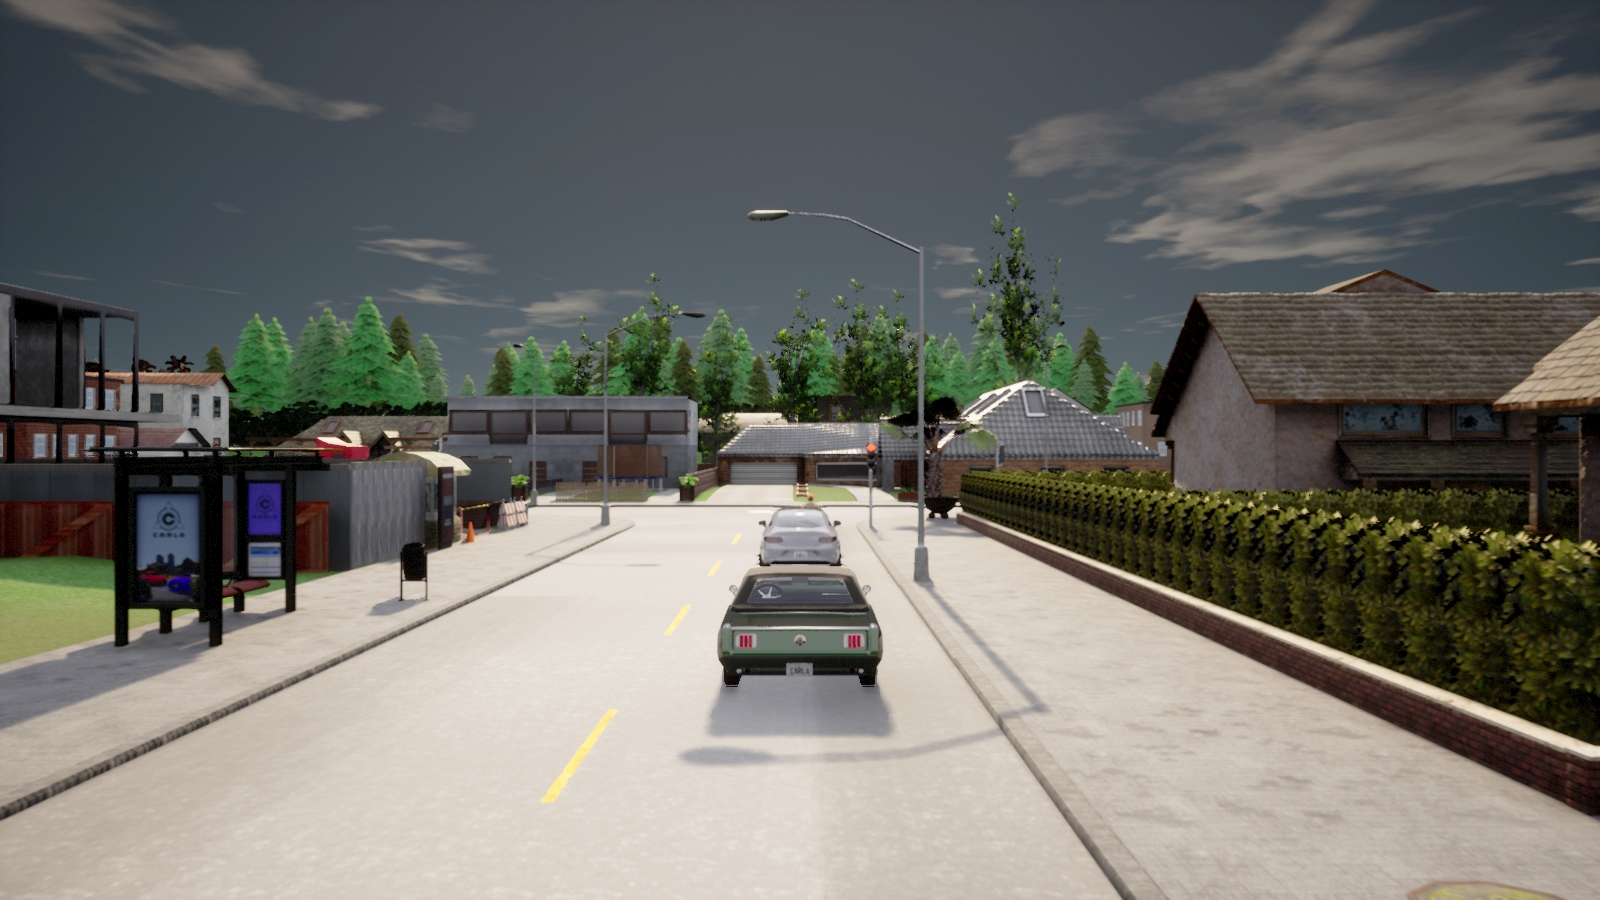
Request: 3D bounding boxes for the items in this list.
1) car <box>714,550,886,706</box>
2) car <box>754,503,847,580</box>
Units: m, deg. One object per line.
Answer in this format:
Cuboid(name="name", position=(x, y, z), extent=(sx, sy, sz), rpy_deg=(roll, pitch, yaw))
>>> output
Cuboid(name="car", position=(0.001, 2.155, 14.894), extent=(1.895, 1.301, 4.718), rpy_deg=(0, 0, 0))
Cuboid(name="car", position=(0.000, 2.081, 26.888), extent=(2.002, 1.442, 4.674), rpy_deg=(0, 0, 0))
